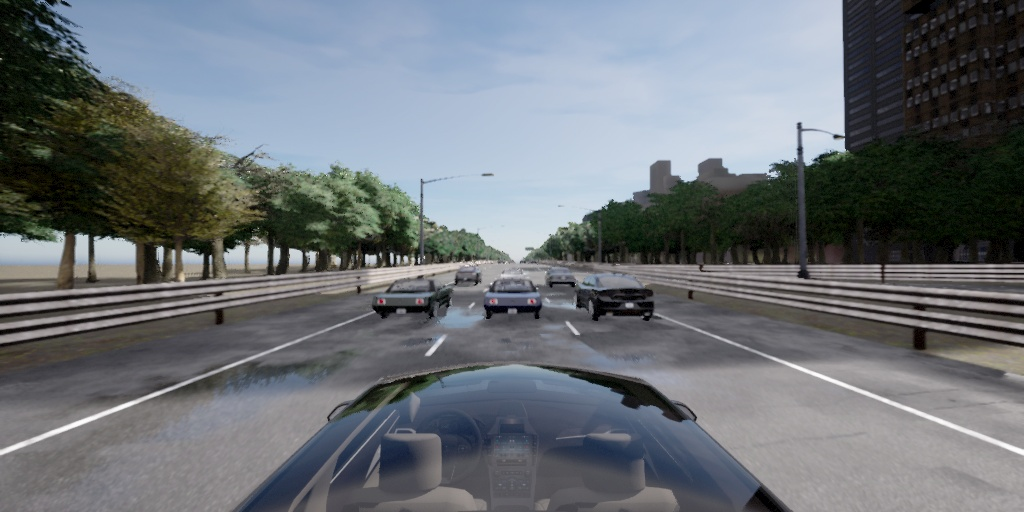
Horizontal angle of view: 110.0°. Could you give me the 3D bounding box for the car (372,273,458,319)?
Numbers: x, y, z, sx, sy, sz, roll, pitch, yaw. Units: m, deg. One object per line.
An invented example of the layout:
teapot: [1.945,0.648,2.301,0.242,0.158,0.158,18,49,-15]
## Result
car: [-3.459,1.485,13.498,1.895,1.301,4.718,0,-1,0]

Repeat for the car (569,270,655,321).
car: [3.537,1.358,13.221,1.882,1.535,5.008,0,-1,0]

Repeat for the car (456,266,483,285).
car: [-3.453,1.540,29.104,2.128,1.511,4.902,0,0,0]

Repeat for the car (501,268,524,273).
car: [0.043,1.643,28.489,1.895,1.301,4.718,0,-1,0]

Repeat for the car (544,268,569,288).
car: [3.528,1.574,26.920,2.033,1.411,5.357,0,-1,0]

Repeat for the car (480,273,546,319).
car: [0.041,1.485,13.506,1.895,1.301,4.718,0,-1,0]
